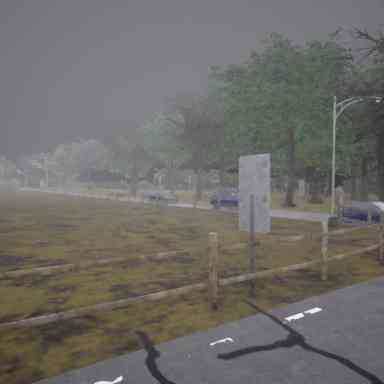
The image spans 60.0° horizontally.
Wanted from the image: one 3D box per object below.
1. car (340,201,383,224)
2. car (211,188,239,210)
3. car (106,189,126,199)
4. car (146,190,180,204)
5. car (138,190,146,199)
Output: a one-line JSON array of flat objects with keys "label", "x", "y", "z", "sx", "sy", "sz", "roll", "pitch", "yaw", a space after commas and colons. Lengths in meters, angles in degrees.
[{"label": "car", "x": 11.200, "y": 1.311, "z": 20.249, "sx": 1.812, "sy": 1.442, "sz": 4.674, "roll": 0, "pitch": 1, "yaw": -29}, {"label": "car", "x": 4.094, "y": 0.700, "z": 30.958, "sx": 2.150, "sy": 2.045, "sz": 5.566, "roll": 0, "pitch": 2, "yaw": -36}, {"label": "car", "x": -12.406, "y": 0.284, "z": 54.362, "sx": 1.882, "sy": 1.535, "sz": 5.008, "roll": 0, "pitch": 1, "yaw": -35}, {"label": "car", "x": -3.438, "y": 0.527, "z": 41.584, "sx": 2.097, "sy": 1.767, "sz": 4.553, "roll": 0, "pitch": 1, "yaw": -36}, {"label": "car", "x": -6.642, "y": 0.455, "z": 51.171, "sx": 1.837, "sy": 1.490, "sz": 4.892, "roll": 0, "pitch": 1, "yaw": -35}]
